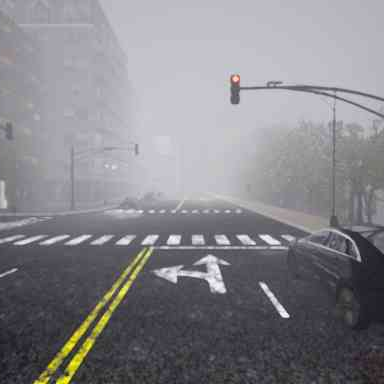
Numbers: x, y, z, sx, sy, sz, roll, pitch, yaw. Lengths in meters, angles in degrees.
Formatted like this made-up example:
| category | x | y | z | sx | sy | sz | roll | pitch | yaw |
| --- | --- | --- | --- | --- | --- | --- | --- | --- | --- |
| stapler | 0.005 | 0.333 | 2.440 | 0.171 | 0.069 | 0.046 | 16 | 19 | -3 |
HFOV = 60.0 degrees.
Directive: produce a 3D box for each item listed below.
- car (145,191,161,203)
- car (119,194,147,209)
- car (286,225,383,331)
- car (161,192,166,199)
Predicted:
| category | x | y | z | sx | sy | sz | roll | pitch | yaw |
| --- | --- | --- | --- | --- | --- | --- | --- | --- | --- |
| car | -6.473 | 0.702 | 51.451 | 2.097 | 1.767 | 4.553 | 0 | 1 | 0 |
| car | -6.576 | 1.137 | 36.374 | 1.895 | 1.301 | 4.718 | 0 | 1 | 2 |
| car | 3.367 | 1.404 | 6.690 | 2.128 | 1.511 | 4.902 | 0 | 1 | -1 |
| car | -6.371 | 0.685 | 67.276 | 1.812 | 1.442 | 4.674 | 0 | 1 | 0 |
